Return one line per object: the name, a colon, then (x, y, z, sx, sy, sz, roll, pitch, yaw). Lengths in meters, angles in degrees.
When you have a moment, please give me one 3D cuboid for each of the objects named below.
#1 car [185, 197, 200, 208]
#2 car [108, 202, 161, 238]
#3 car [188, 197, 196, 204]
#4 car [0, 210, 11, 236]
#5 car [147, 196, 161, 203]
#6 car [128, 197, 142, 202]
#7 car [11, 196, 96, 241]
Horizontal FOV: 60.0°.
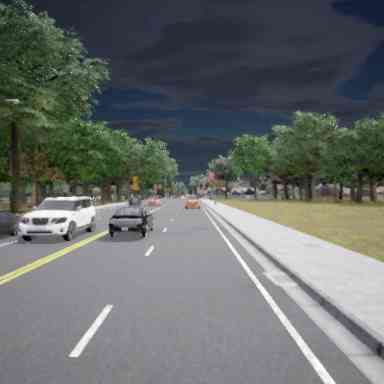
car: (0.096, 1.488, 49.630, 2.097, 1.767, 4.553, 0, 0, 0)
car: (-3.151, 1.526, 18.008, 2.128, 1.511, 4.902, 0, 0, 0)
car: (-0.006, 1.753, 71.717, 1.837, 1.490, 4.892, 0, 0, 0)
car: (-9.852, 1.576, 15.743, 2.033, 1.411, 5.357, 0, 0, 0)
car: (-6.555, 1.524, 57.549, 2.097, 1.767, 4.553, 0, 0, 0)
car: (-9.805, 1.676, 57.450, 1.837, 1.490, 4.892, 0, 0, 1)
car: (-6.603, 1.253, 17.108, 2.150, 2.045, 5.566, 0, 0, 0)
